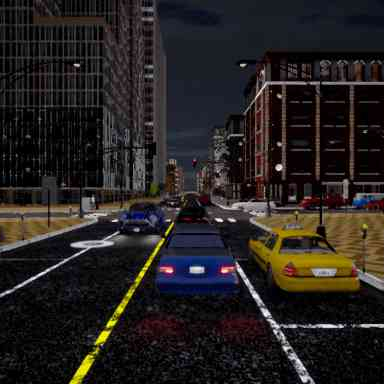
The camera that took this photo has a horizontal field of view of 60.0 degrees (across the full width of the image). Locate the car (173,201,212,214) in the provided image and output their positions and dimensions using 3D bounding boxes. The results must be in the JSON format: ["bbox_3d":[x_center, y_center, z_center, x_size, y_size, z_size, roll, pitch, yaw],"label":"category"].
[{"bbox_3d":[0.086,1.505,18.654,1.837,1.490,4.892,0,0,0],"label":"car"}]

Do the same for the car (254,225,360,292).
[{"bbox_3d":[2.565,1.525,8.764,1.752,1.417,4.829,0,0,0],"label":"car"}]

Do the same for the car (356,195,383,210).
[{"bbox_3d":[20.882,1.277,36.557,4.181,1.385,1.994,-1,0,-1],"label":"car"}]

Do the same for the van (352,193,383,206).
[{"bbox_3d":[20.974,1.050,39.012,3.998,1.788,1.690,-1,1,-1],"label":"van"}]

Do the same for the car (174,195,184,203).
[{"bbox_3d":[-2.741,1.482,71.367,1.882,1.535,5.008,0,0,0],"label":"car"}]

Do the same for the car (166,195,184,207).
[{"bbox_3d":[-2.837,1.494,51.254,2.128,1.511,4.902,0,0,0],"label":"car"}]

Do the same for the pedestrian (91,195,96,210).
[{"bbox_3d":[-12.343,1.270,41.603,0.375,1.860,0.375,0,1,-1],"label":"pedestrian"}]

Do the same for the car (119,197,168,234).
[{"bbox_3d":[-2.788,1.351,19.278,2.097,1.767,4.553,0,0,1],"label":"car"}]

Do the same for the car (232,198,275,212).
[{"bbox_3d":[6.736,1.419,36.413,4.674,1.442,1.812,-1,0,-1],"label":"car"}]

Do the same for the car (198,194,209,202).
[{"bbox_3d":[2.573,1.320,74.597,2.192,1.841,5.009,0,0,0],"label":"car"}]

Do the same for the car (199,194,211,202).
[{"bbox_3d":[2.571,1.318,63.411,2.192,1.841,5.009,0,0,0],"label":"car"}]

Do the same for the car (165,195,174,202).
[{"bbox_3d":[-5.307,1.550,80.190,1.887,1.381,4.507,0,0,0],"label":"car"}]

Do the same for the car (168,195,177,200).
[{"bbox_3d":[-5.305,1.558,91.376,2.008,1.369,4.403,0,0,0],"label":"car"}]

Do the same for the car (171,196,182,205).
[{"bbox_3d":[-2.810,1.529,60.881,1.812,1.442,4.674,0,0,0],"label":"car"}]

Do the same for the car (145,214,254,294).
[{"bbox_3d":[0.098,1.547,8.913,2.033,1.411,5.357,0,0,0],"label":"car"}]

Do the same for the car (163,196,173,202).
[{"bbox_3d":[-5.307,1.556,74.597,2.008,1.369,4.403,0,0,0],"label":"car"}]

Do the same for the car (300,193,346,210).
[{"bbox_3d":[15.318,1.095,38.953,5.009,1.841,2.192,-1,1,-1],"label":"car"}]
